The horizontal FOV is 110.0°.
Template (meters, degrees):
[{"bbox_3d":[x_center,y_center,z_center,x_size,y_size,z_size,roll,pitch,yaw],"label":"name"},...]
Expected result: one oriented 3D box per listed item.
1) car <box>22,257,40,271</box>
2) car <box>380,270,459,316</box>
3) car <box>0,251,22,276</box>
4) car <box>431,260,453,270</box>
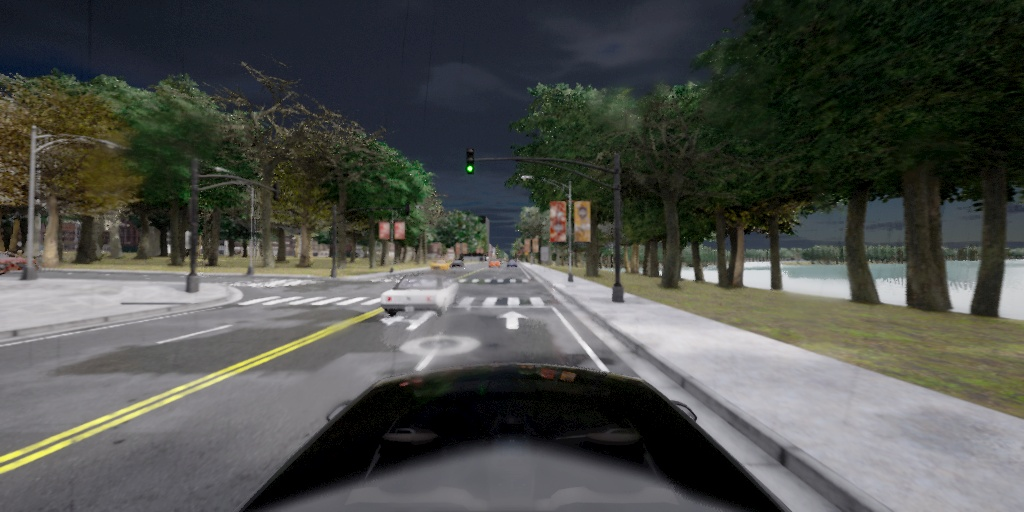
[{"bbox_3d":[-35.316,0.381,24.365,5.008,1.535,1.882,2,-1,0],"label":"car"},{"bbox_3d":[-3.149,1.360,13.296,1.895,1.301,4.718,0,0,0],"label":"car"},{"bbox_3d":[-32.880,0.368,21.130,5.008,1.535,1.882,2,-1,0],"label":"car"},{"bbox_3d":[-9.802,1.326,49.196,1.882,1.535,5.008,0,0,0],"label":"car"}]
